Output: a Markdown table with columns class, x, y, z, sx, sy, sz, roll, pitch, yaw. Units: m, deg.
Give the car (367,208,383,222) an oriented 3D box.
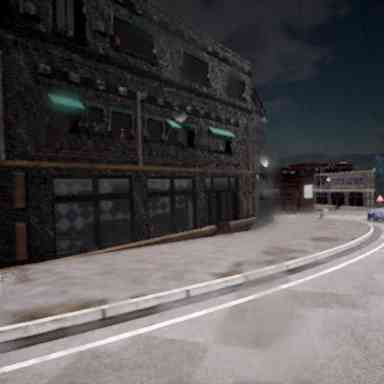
| class | x | y | z | sx | sy | sz | roll | pitch | yaw |
| --- | --- | --- | --- | --- | --- | --- | --- | --- | --- |
| car | 19.938 | 2.408 | 35.170 | 1.812 | 1.442 | 4.674 | -1 | -3 | 14 |
